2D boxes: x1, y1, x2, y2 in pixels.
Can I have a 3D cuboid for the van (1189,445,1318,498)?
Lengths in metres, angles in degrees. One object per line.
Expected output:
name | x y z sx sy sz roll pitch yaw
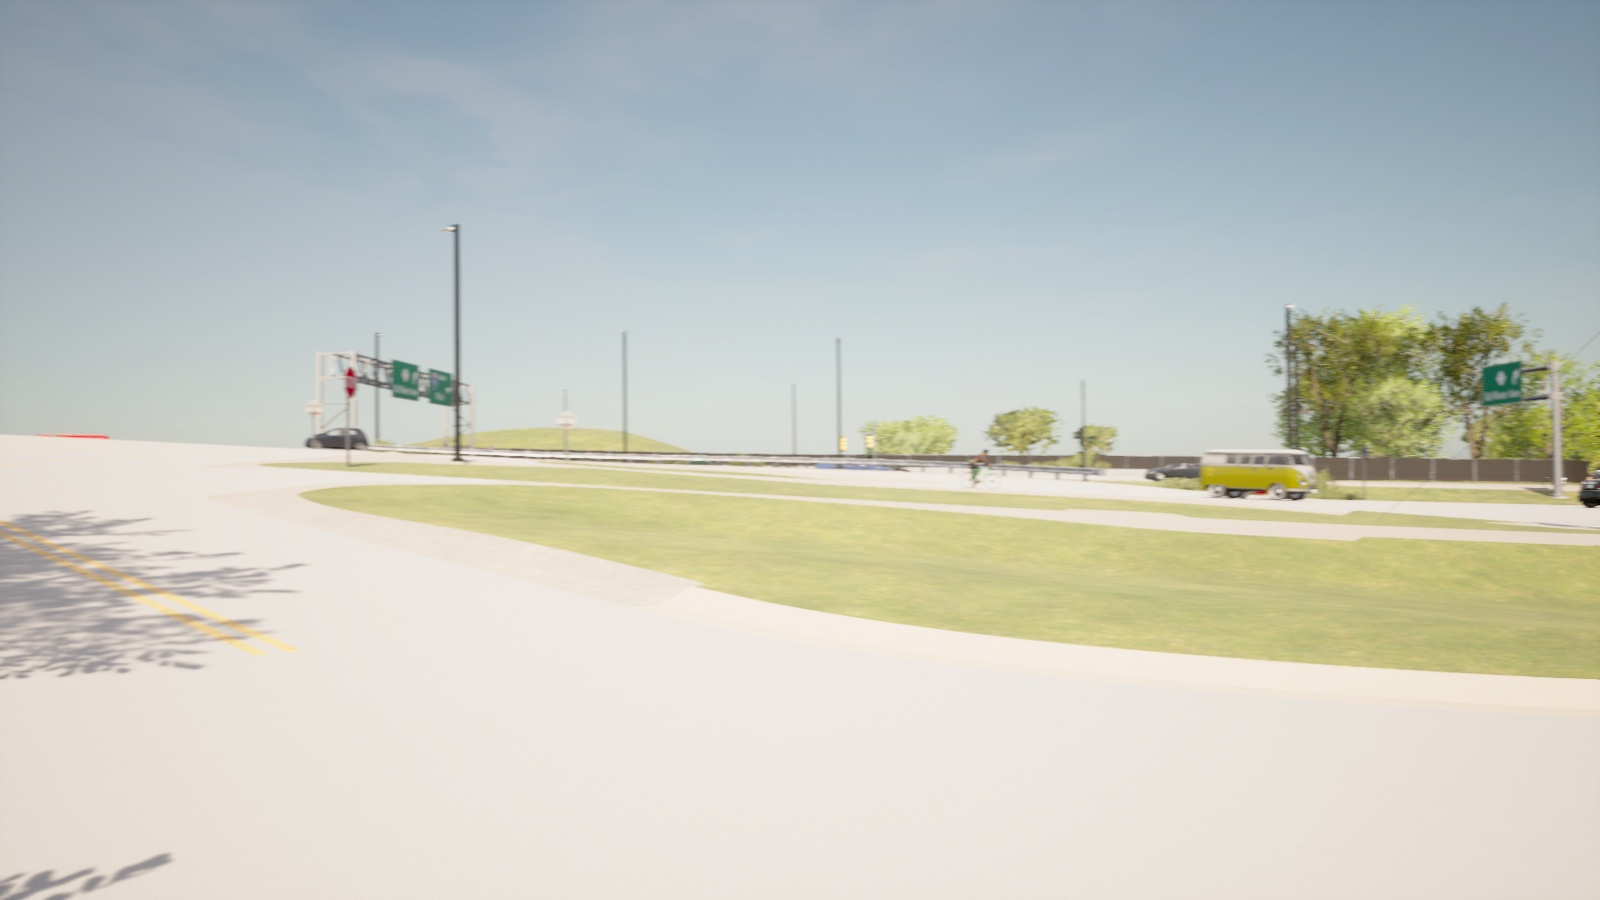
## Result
van | 17.860 0.837 49.577 1.775 1.987 4.442 2 -1 -42

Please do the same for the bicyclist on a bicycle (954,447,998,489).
bicyclist on a bicycle | 7.094 0.736 50.606 1.656 1.620 0.582 2 -1 3

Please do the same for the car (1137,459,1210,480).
car | 27.712 1.466 93.282 4.902 1.511 2.128 0 -1 3

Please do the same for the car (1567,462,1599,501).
car | 31.582 1.213 47.583 3.806 1.475 1.970 1 -1 5

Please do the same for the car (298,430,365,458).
car | -27.888 -0.327 74.715 3.633 1.501 1.845 2 -2 -23

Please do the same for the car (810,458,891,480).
car | 3.369 1.261 84.201 5.357 1.411 2.033 0 -1 3
